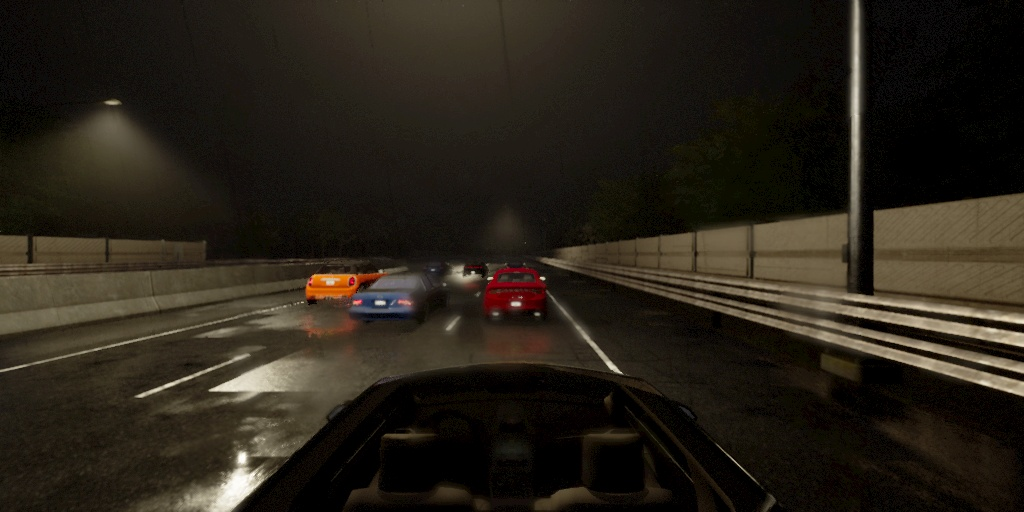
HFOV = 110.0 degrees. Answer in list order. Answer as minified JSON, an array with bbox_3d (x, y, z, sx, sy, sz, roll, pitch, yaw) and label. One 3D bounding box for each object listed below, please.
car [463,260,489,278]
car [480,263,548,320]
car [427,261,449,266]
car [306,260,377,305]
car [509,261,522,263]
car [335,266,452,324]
[{"bbox_3d":[-3.202,1.097,32.052,1.837,1.490,4.892,0,0,0],"label":"car"},{"bbox_3d":[0.157,1.165,12.427,1.882,1.535,5.008,0,0,1],"label":"car"},{"bbox_3d":[-6.700,1.154,32.434,1.994,1.385,4.181,0,0,0],"label":"car"},{"bbox_3d":[-6.817,1.022,15.613,2.097,1.767,4.553,0,0,0],"label":"car"},{"bbox_3d":[0.303,1.154,32.721,1.994,1.385,4.181,0,0,0],"label":"car"},{"bbox_3d":[-3.350,1.238,11.705,2.033,1.411,5.357,0,0,1],"label":"car"}]
